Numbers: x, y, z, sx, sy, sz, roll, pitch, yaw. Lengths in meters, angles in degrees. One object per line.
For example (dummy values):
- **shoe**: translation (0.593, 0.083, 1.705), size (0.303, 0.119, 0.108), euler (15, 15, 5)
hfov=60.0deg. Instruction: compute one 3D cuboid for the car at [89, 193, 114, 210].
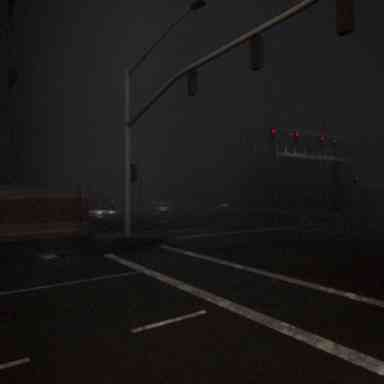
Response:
- **car**: translation (-12.077, 1.162, 43.317), size (2.150, 2.045, 5.566), euler (0, 0, -36)
